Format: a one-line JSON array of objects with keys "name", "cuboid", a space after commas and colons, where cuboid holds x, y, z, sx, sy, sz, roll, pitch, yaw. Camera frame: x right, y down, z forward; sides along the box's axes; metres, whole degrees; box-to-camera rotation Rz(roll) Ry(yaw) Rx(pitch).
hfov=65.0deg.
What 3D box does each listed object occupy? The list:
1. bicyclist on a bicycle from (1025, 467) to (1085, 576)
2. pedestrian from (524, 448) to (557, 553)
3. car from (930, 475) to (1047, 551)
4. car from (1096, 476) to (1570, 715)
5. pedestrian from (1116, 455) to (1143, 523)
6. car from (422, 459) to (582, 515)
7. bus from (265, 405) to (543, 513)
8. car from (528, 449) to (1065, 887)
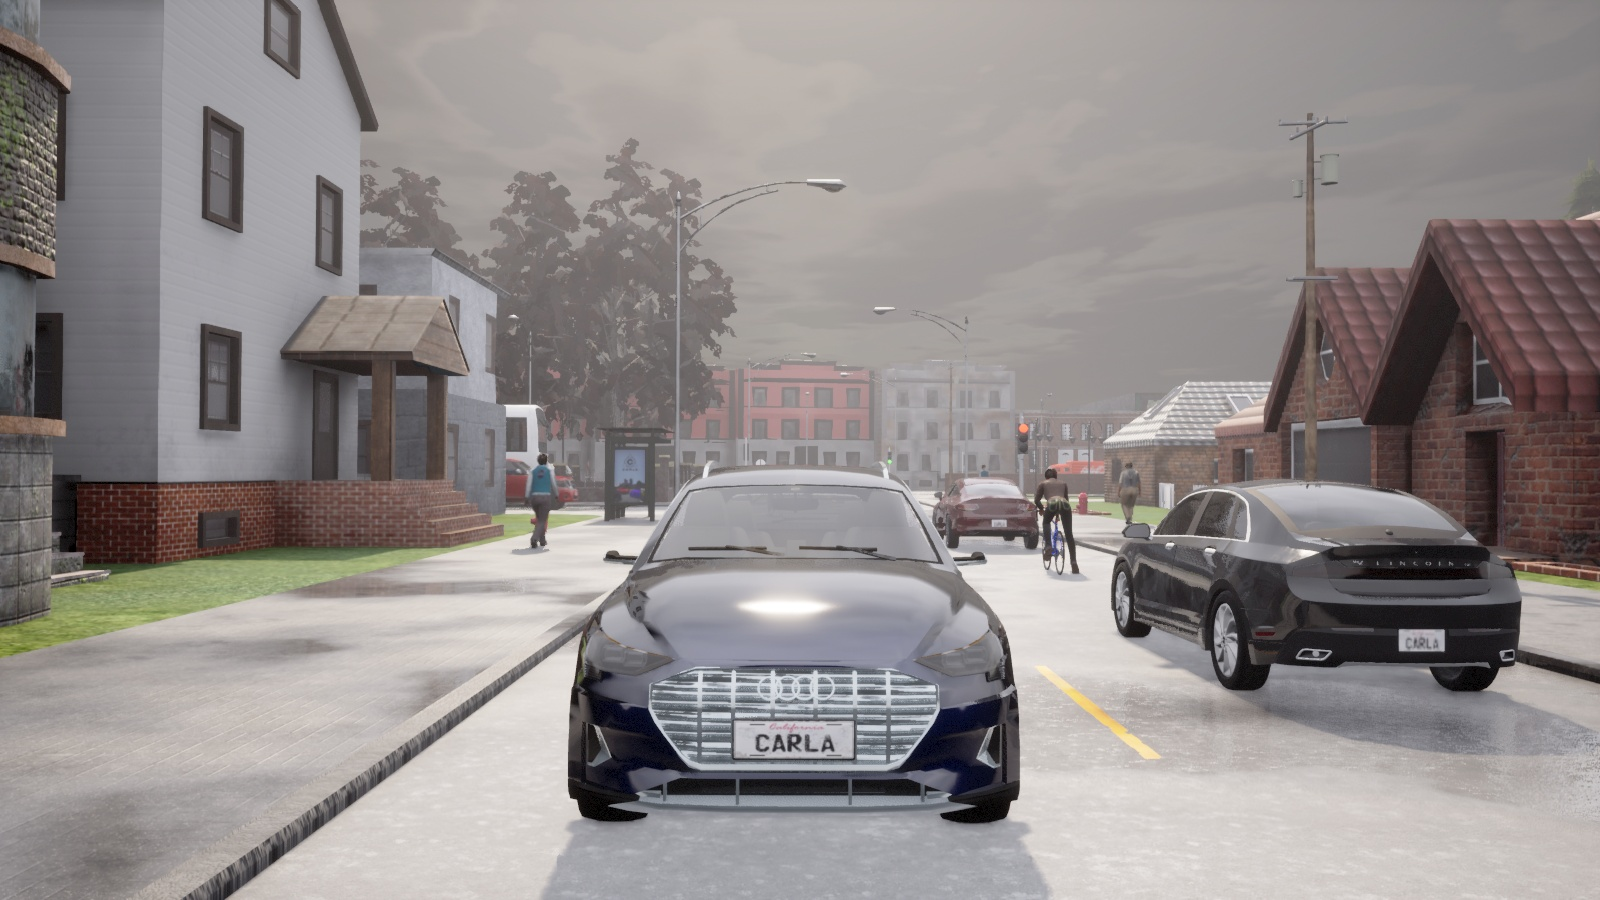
[{"name": "bicyclist on a bicycle", "cuboid": [3.948, 1.079, 19.545, 0.582, 1.620, 1.656, 0, -1, 0]}, {"name": "pedestrian", "cuboid": [-4.835, 0.936, 23.405, 0.396, 1.930, 0.692, 0, -1, 8]}, {"name": "car", "cuboid": [3.920, 1.274, 26.825, 1.812, 1.442, 4.674, 0, -1, 1]}, {"name": "car", "cuboid": [3.973, 0.979, 10.446, 1.837, 1.490, 4.892, 0, -1, 0]}, {"name": "pedestrian", "cuboid": [9.021, 1.064, 34.370, 0.540, 1.848, 0.694, 0, -1, -1]}, {"name": "car", "cuboid": [-11.213, 1.375, 47.568, 5.566, 2.045, 2.150, 0, -1, 0]}, {"name": "bus", "cuboid": [-16.065, 0.369, 51.740, 10.273, 4.253, 3.944, 0, -1, -4]}, {"name": "car", "cuboid": [-0.020, 0.865, 7.198, 2.033, 1.649, 4.856, 0, -1, 0]}]
